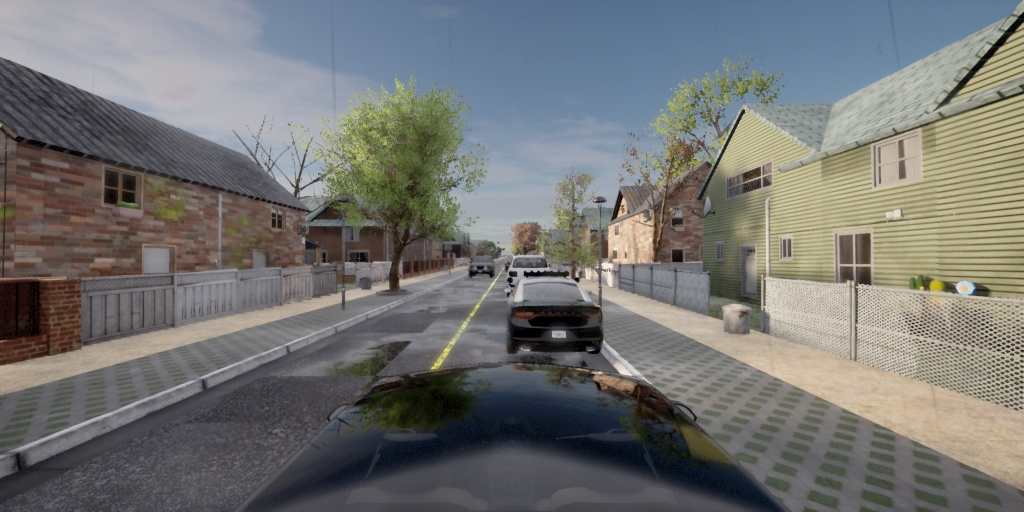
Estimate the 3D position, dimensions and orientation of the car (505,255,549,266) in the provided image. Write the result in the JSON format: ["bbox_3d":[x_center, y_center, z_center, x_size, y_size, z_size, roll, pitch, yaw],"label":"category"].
[{"bbox_3d":[0.834,0.978,18.832,2.150,2.045,5.566,0,0,0],"label":"car"}]

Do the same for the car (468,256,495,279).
[{"bbox_3d":[-2.735,0.976,33.539,2.150,2.045,5.566,0,0,0],"label":"car"}]

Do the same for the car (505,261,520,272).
[{"bbox_3d":[0.053,1.350,46.646,1.895,1.301,4.718,0,0,1],"label":"car"}]

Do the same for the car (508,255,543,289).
[{"bbox_3d":[0.837,0.980,24.833,2.150,2.045,5.566,0,0,0],"label":"car"}]

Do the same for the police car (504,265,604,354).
[{"bbox_3d":[0.829,1.177,8.909,1.930,1.638,5.238,0,0,0],"label":"police car"}]
